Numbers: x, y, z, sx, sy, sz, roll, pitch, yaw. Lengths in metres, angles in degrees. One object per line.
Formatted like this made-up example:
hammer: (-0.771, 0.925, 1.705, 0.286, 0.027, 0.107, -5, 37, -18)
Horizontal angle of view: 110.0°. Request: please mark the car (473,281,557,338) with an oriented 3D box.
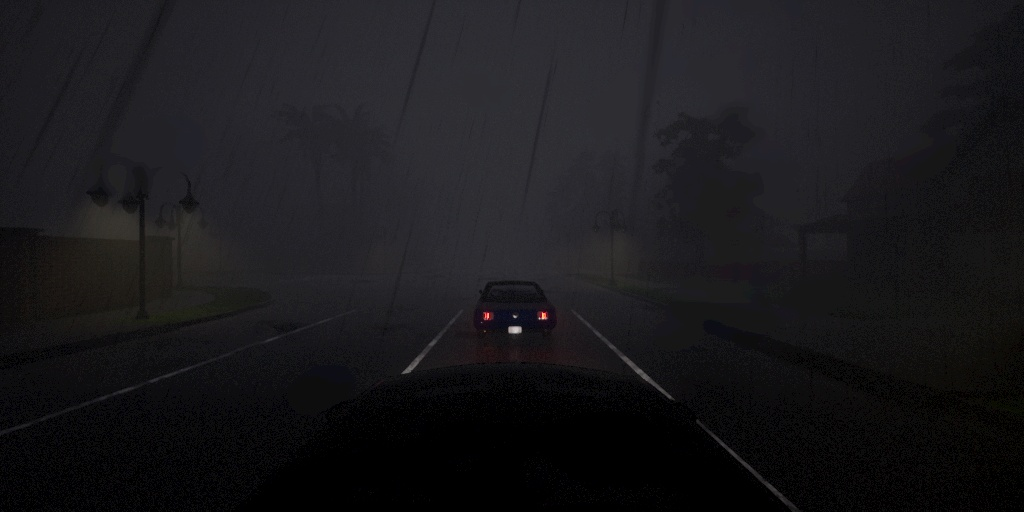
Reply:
car: (-0.010, 1.346, 10.144, 1.895, 1.301, 4.718, 0, 0, -2)
